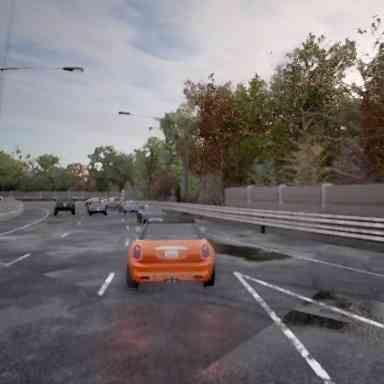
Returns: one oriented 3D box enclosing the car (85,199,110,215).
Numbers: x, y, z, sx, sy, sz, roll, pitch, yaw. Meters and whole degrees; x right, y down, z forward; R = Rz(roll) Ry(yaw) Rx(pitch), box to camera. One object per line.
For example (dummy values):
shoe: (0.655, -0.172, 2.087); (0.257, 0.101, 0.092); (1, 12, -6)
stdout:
car: (-11.118, 1.886, 38.690); (1.994, 1.385, 4.181); (0, -1, -21)

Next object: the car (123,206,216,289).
car: (-0.622, 1.442, 9.674); (2.097, 1.767, 4.553); (0, 0, -4)

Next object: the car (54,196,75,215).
car: (-14.894, 1.535, 38.907); (2.150, 2.045, 5.566); (0, -1, -22)

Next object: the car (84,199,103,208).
car: (-17.561, 1.966, 59.068); (1.882, 1.535, 5.008); (1, 0, -31)

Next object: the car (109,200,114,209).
car: (-12.086, 1.908, 49.287); (2.128, 1.511, 4.902); (0, 0, -26)

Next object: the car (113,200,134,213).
car: (-7.462, 1.885, 39.127); (2.033, 1.411, 5.357); (0, -1, -22)

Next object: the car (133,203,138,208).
car: (-3.173, 1.796, 26.221); (1.994, 1.385, 4.181); (0, -1, -18)
